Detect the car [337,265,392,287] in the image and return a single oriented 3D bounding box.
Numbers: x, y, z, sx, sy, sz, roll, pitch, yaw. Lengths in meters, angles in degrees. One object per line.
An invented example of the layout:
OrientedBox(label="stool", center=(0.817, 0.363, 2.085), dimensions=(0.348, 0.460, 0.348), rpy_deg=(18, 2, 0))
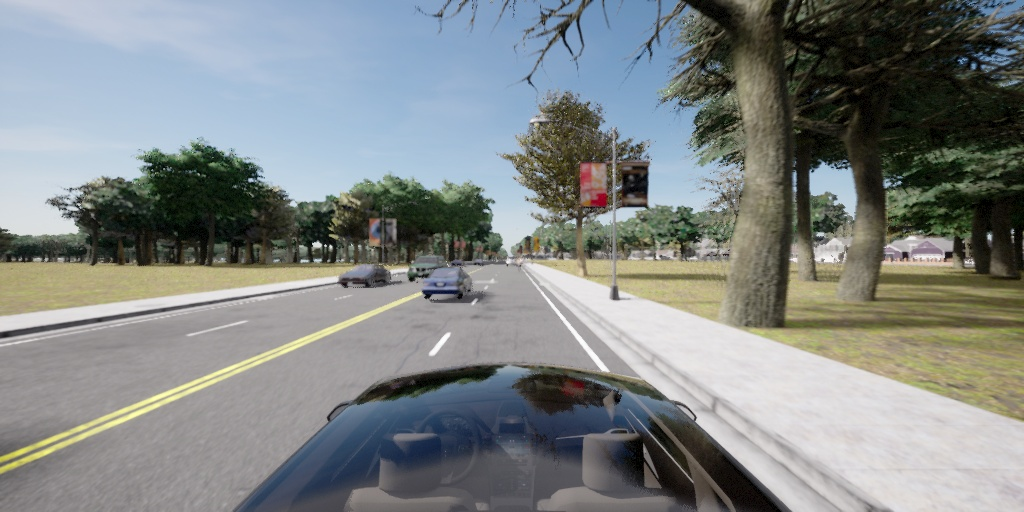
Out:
OrientedBox(label="car", center=(-9.849, 1.288, 24.487), dimensions=(2.033, 1.411, 5.357), rpy_deg=(0, 0, 0))

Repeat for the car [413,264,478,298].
OrientedBox(label="car", center=(-3.151, 1.290, 18.213), dimensions=(2.033, 1.411, 5.357), rpy_deg=(0, 0, 0))

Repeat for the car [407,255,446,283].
OrientedBox(label="car", center=(-6.593, 0.960, 28.569), dimensions=(2.150, 2.045, 5.566), rpy_deg=(0, 0, 0))

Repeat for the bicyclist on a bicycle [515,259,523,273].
OrientedBox(label="bicyclist on a bicycle", center=(0.902, 1.171, 42.470), dimensions=(0.866, 1.612, 1.509), rpy_deg=(0, 0, 0))
